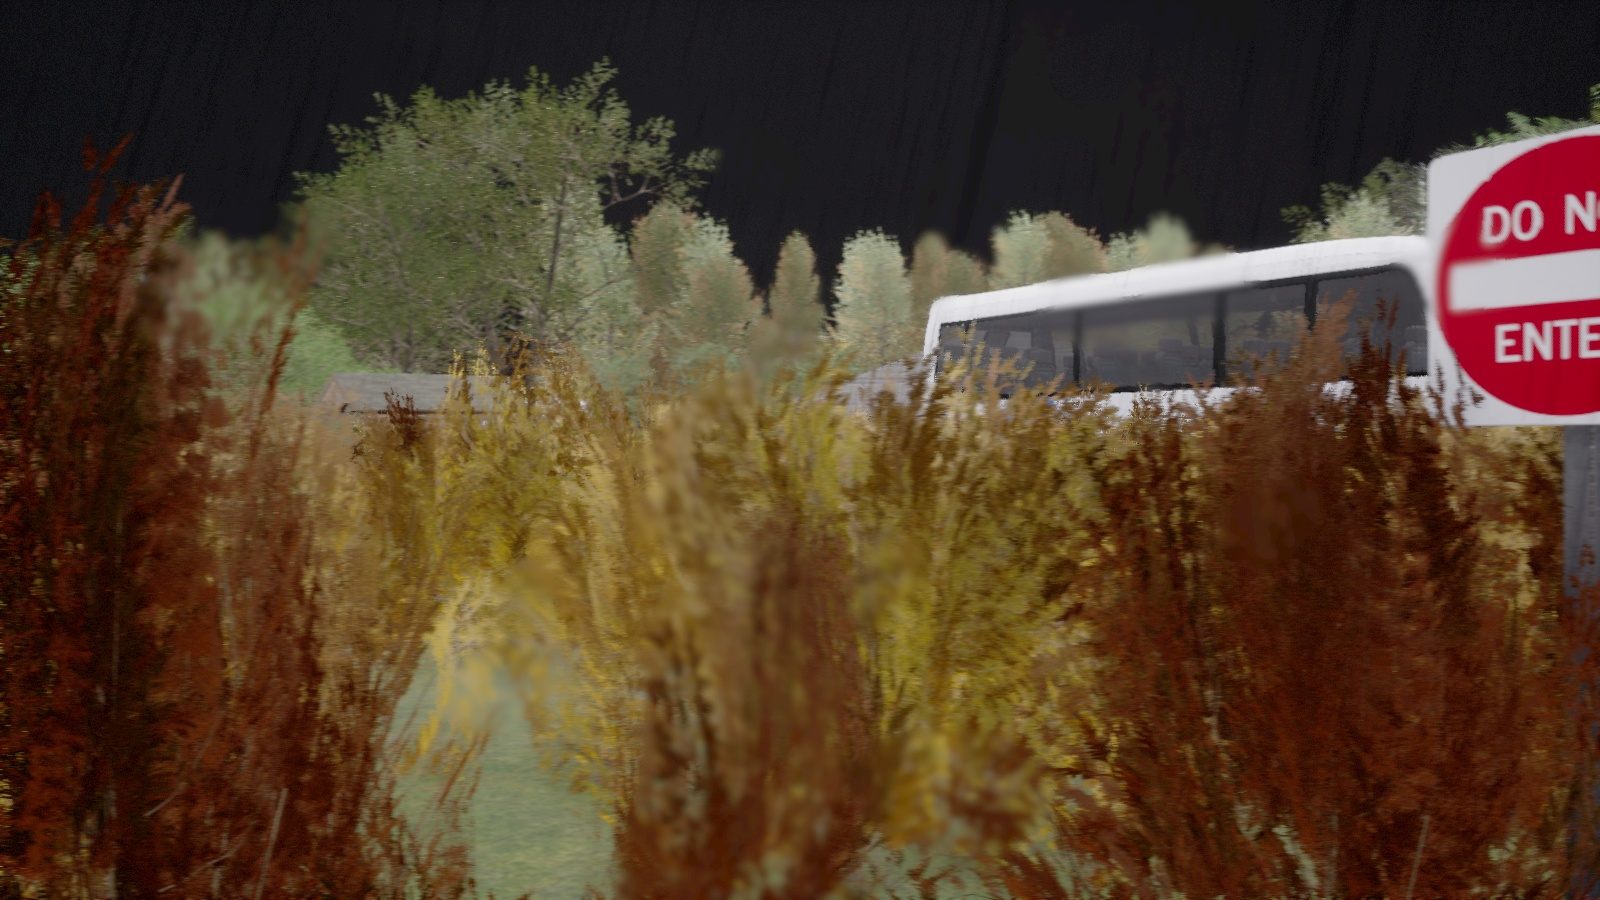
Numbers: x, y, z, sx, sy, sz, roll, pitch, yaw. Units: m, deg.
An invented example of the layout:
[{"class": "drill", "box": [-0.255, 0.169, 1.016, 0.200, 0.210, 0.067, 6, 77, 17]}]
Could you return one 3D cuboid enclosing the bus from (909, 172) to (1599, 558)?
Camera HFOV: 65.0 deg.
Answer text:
[{"class": "bus", "box": [6.651, -0.889, 19.124, 3.944, 4.253, 10.273, -3, 0, -37]}]
